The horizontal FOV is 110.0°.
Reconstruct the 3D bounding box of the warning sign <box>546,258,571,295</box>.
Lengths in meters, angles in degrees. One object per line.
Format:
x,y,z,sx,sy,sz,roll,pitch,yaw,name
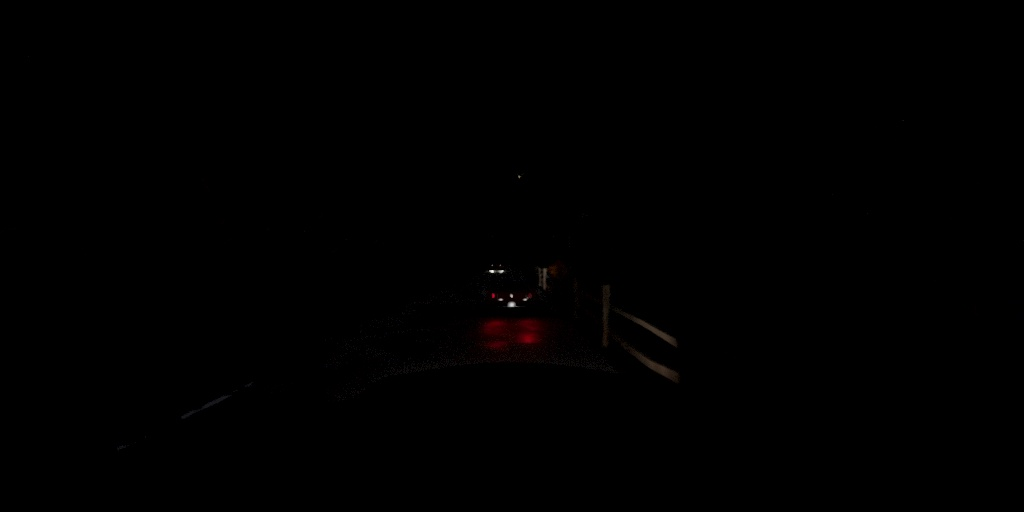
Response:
2.434,1.025,18.760,1.300,1.860,1.060,0,0,0,warning sign

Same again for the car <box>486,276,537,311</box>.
0.002,1.477,15.101,1.895,1.301,4.718,0,-1,0,car
